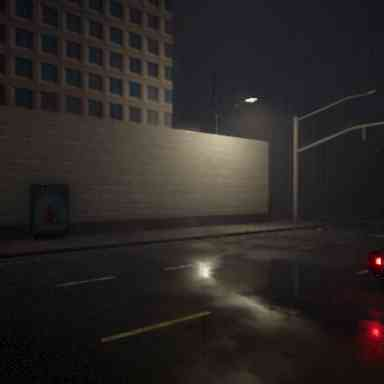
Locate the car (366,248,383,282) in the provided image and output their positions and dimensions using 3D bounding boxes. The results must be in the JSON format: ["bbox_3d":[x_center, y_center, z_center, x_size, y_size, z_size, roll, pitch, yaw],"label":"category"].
[{"bbox_3d":[6.519,1.643,8.444,4.718,1.301,1.895,0,0,-35],"label":"car"}]
